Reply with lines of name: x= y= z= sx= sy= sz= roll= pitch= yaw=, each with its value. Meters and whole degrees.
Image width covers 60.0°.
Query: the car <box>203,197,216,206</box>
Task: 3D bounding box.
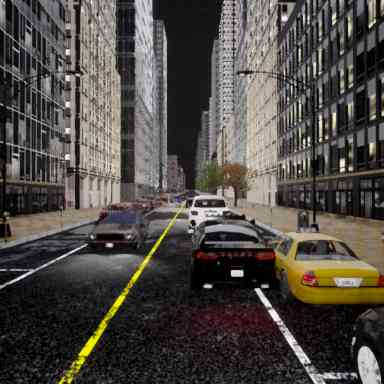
car: x=2.743 y=1.532 z=53.297 sx=1.802 sy=1.307 sz=4.206 roll=1 pitch=0 yaw=0

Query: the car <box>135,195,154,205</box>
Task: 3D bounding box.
car: x=-5.652 y=1.416 z=36.293 sx=1.967 sy=1.590 sz=4.097 roll=0 pitch=0 yaw=0

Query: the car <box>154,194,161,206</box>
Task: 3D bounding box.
car: x=-5.646 y=1.284 z=41.968 sx=2.192 sy=1.841 sz=5.009 roll=0 pitch=0 yaw=0

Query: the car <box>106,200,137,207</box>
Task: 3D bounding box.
car: x=-5.663 y=1.533 z=24.940 sx=1.887 sy=1.381 sz=4.507 roll=0 pitch=0 yaw=0

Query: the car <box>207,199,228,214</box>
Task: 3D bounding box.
car: x=2.727 y=1.542 z=36.273 sx=1.947 sy=1.339 sz=4.313 roll=0 pitch=0 yaw=0

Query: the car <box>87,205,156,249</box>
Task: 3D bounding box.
car: x=-2.988 y=1.544 z=14.739 sx=2.033 sy=1.411 sz=5.357 roll=0 pitch=0 yaw=0

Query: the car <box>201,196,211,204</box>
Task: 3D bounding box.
car: x=2.753 y=1.451 z=64.817 sx=1.752 sy=1.417 sz=4.829 roll=1 pitch=0 yaw=0

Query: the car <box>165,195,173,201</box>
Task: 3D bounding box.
car: x=-5.613 y=1.407 z=81.528 sx=1.752 sy=1.417 sz=4.829 roll=1 pitch=0 yaw=0

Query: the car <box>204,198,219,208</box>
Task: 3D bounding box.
car: x=2.737 y=1.542 z=47.622 sx=1.802 sy=1.307 sz=4.206 roll=1 pitch=0 yaw=0

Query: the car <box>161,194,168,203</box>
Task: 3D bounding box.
car: x=-5.626 y=1.241 z=64.670 sx=2.192 sy=1.841 sz=5.009 roll=1 pitch=0 yaw=0

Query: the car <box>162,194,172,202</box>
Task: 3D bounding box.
car: x=-5.617 y=1.338 z=76.021 sx=1.967 sy=1.590 sz=4.097 roll=1 pitch=0 yaw=0

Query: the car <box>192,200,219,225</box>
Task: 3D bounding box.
car: x=0.921 y=1.466 z=25.136 sx=1.882 sy=1.535 sz=5.008 roll=0 pitch=0 yaw=0

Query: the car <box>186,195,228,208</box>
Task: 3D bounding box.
car: x=0.916 y=1.218 z=19.166 sx=2.150 sy=2.045 sz=5.566 roll=0 pitch=0 yaw=0

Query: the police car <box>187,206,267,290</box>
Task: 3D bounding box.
police car: x=0.907 y=1.424 z=9.246 sx=1.930 sy=1.638 sz=5.238 roll=0 pitch=0 yaw=0

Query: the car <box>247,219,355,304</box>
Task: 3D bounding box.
car: x=2.702 y=1.524 z=8.069 sx=1.752 sy=1.417 sz=4.829 roll=0 pitch=0 yaw=0

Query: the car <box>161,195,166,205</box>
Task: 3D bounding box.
car: x=-5.638 y=1.532 z=53.318 sx=1.802 sy=1.307 sz=4.206 roll=1 pitch=0 yaw=0

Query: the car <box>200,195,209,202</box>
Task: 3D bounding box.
car: x=2.763 y=1.463 z=75.996 sx=1.947 sy=1.339 sz=4.313 roll=1 pitch=0 yaw=0

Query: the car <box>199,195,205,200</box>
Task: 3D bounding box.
car: x=2.778 y=1.430 z=93.019 sx=1.802 sy=1.307 sz=4.206 roll=1 pitch=0 yaw=0

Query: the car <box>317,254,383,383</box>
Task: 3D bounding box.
car: x=2.697 y=1.551 z=2.222 sx=2.008 sy=1.369 sz=4.403 roll=0 pitch=0 yaw=0

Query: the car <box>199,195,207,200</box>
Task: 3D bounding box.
car: x=2.773 y=1.410 z=87.346 sx=1.887 sy=1.381 sz=4.507 roll=1 pitch=0 yaw=0

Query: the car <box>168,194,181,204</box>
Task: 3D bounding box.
car: x=-2.948 y=1.460 z=60.959 sx=1.812 sy=1.442 sz=4.674 roll=0 pitch=0 yaw=0

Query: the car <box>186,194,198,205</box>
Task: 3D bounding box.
car: x=0.051 y=1.289 z=59.590 sx=2.097 sy=1.767 sz=4.553 roll=0 pitch=0 yaw=0
